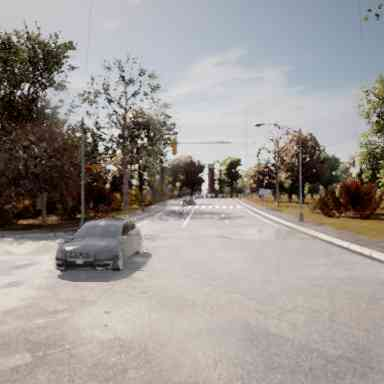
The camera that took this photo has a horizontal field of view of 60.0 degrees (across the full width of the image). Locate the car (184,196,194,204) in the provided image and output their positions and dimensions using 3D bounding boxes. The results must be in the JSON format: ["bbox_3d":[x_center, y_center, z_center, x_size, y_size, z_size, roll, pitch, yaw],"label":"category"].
[{"bbox_3d":[-0.633,1.431,61.546,1.895,1.301,4.718,0,1,3],"label":"car"}]

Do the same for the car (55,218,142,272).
[{"bbox_3d":[-2.944,1.689,11.440,1.837,1.490,4.892,0,-1,2],"label":"car"}]

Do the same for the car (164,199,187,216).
[{"bbox_3d":[-1.910,1.802,36.007,1.812,1.442,4.674,0,1,3],"label":"car"}]
